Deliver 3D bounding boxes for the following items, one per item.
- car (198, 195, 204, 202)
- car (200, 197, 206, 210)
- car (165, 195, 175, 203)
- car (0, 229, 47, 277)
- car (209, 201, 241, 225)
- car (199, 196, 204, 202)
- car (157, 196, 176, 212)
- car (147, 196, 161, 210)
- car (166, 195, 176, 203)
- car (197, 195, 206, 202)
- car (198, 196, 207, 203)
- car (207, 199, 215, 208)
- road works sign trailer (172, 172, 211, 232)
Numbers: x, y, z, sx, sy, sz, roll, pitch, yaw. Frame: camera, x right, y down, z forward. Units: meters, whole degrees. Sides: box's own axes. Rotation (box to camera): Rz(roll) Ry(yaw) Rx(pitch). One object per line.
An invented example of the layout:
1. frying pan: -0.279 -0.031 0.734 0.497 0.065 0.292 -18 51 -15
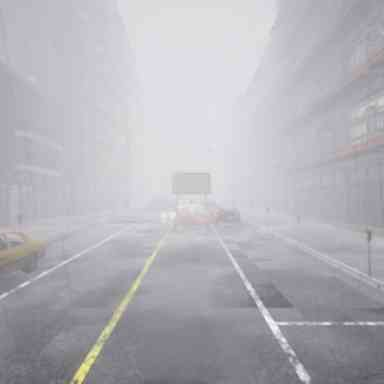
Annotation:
1. car: 2.571 1.900 69.185 1.887 1.381 4.507 1 0 0
2. car: 2.575 1.762 47.061 1.887 1.381 4.507 1 0 0
3. car: -5.306 1.752 80.307 2.192 1.841 5.009 1 0 0
4. car: -5.296 1.555 8.246 1.752 1.417 4.829 2 0 0
5. car: 2.579 1.645 24.939 1.887 1.381 4.507 1 0 0
6. car: 2.574 1.800 52.593 2.008 1.369 4.403 1 0 0
7. car: -2.850 1.682 42.403 2.128 1.511 4.902 0 0 0
8. car: -5.304 1.742 46.953 1.752 1.417 4.829 2 0 0
9. car: -5.307 1.794 85.836 2.192 1.841 5.009 1 0 0
10. car: 2.538 1.836 91.309 2.192 1.841 5.009 1 0 0
11. car: 2.579 1.876 80.247 1.967 1.590 4.097 1 0 0
12. car: 2.579 1.652 30.641 1.752 1.417 4.829 1 0 0
13. road works sign trailer: -0.017 0.544 20.613 2.380 3.560 2.880 0 0 0
